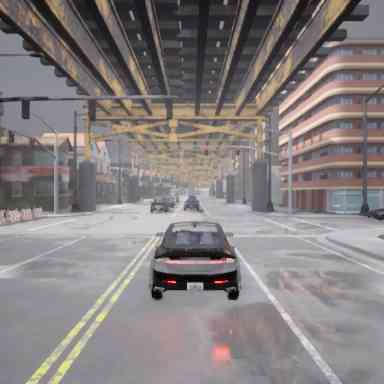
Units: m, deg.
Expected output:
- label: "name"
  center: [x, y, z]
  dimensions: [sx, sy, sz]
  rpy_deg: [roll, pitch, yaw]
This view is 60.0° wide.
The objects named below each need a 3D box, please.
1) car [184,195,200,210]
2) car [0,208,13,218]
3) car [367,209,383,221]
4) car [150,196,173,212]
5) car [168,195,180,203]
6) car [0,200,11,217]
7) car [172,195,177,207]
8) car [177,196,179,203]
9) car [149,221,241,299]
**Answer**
- label: "car"
  center: [-0.011, 1.519, 42.087]
  dimensions: [1.812, 1.442, 4.674]
  rpy_deg: [0, 0, 1]
- label: "car"
  center: [-16.773, 1.449, 25.907]
  dimensions: [4.974, 1.542, 2.038]
  rpy_deg: [0, 0, -20]
- label: "car"
  center: [16.403, 1.543, 25.355]
  dimensions: [5.357, 1.411, 2.033]
  rpy_deg: [0, 0, 0]
- label: "car"
  center: [-3.613, 1.486, 37.902]
  dimensions: [2.128, 1.511, 4.902]
  rpy_deg: [0, 0, 0]
- label: "car"
  center: [-3.550, 1.424, 67.058]
  dimensions: [2.128, 1.511, 4.902]
  rpy_deg: [0, 1, 0]
- label: "car"
  center: [-16.822, 1.291, 25.888]
  dimensions: [4.536, 1.218, 1.853]
  rpy_deg: [0, 0, -20]
- label: "car"
  center: [-3.614, 1.343, 47.065]
  dimensions: [2.097, 1.767, 4.553]
  rpy_deg: [0, 0, 0]
- label: "car"
  center: [-3.609, 1.507, 56.950]
  dimensions: [1.812, 1.442, 4.674]
  rpy_deg: [0, 0, 0]
- label: "car"
  center: [0.070, 1.490, 8.434]
  dimensions: [2.128, 1.511, 4.902]
  rpy_deg: [0, 0, 0]
